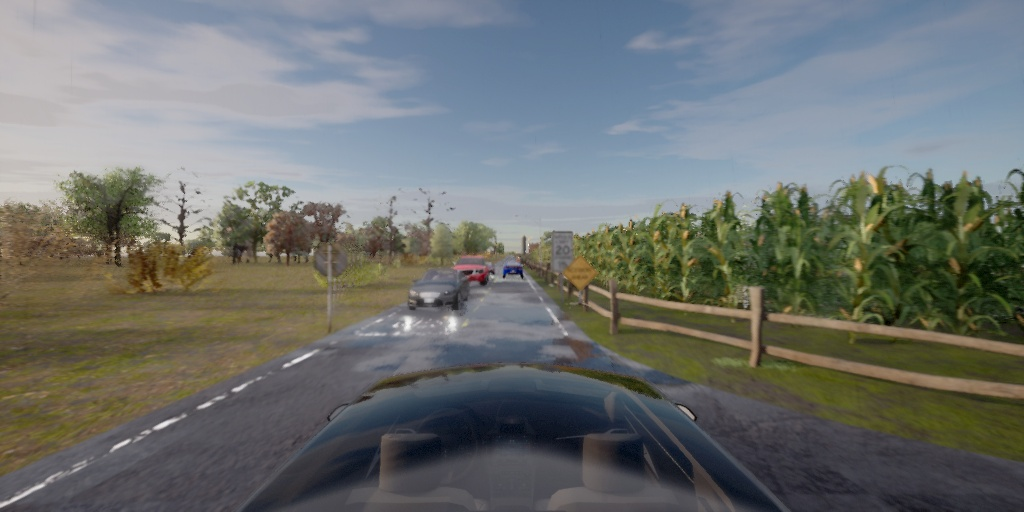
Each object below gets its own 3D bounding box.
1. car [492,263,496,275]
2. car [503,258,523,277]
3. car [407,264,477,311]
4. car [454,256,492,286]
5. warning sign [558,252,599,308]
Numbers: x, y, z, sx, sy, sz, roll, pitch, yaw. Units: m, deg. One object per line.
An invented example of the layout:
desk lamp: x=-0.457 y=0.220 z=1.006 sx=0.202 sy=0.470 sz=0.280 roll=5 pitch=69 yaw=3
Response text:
car: x=-2.829 y=1.315 z=39.414 sx=1.812 sy=1.442 sz=4.674 roll=0 pitch=0 yaw=0
car: x=0.100 y=1.264 z=35.481 sx=1.882 sy=1.535 sz=5.008 roll=0 pitch=0 yaw=0
car: x=-2.842 y=1.264 z=14.718 sx=2.128 sy=1.511 sz=4.902 roll=0 pitch=0 yaw=0
car: x=-2.849 y=1.005 z=25.778 sx=2.150 sy=2.045 sz=5.566 roll=0 pitch=0 yaw=0
warning sign: x=2.448 y=0.880 z=12.866 sx=1.300 sy=1.860 sz=1.060 roll=0 pitch=0 yaw=0
